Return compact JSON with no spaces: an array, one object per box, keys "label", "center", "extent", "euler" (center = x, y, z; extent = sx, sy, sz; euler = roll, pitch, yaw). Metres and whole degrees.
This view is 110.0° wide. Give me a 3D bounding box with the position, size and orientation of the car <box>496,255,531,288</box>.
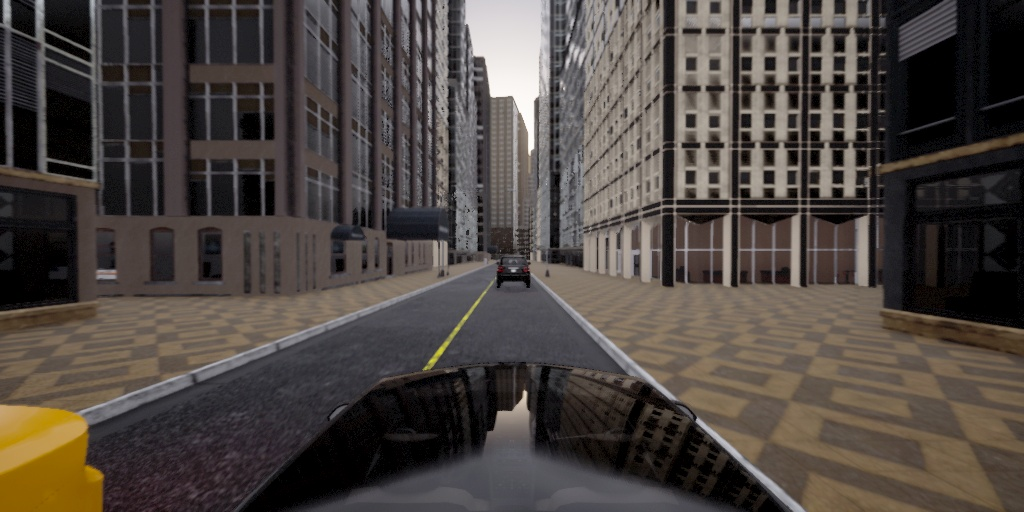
[{"label":"car","center":[0.101,0.981,24.275],"extent":[2.150,2.045,5.566],"euler":[0,0,0]}]
